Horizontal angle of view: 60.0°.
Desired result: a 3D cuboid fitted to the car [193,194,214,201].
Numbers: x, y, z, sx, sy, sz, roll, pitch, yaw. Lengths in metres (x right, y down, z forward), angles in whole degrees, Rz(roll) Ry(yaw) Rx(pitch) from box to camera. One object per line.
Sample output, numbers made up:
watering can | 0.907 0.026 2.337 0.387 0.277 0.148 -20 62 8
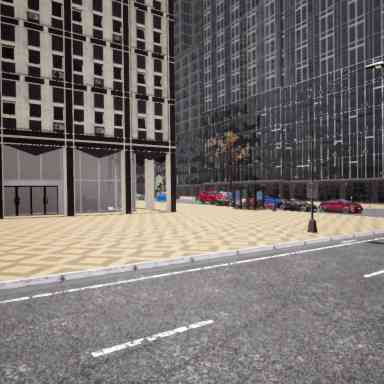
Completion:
car | 2.195 1.044 63.658 1.802 1.307 4.206 0 1 -34

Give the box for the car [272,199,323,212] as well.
car | 11.152 1.424 35.380 1.947 1.339 4.313 0 1 -34

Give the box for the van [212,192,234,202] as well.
van | 5.393 0.856 58.957 1.690 1.788 3.998 0 1 -34

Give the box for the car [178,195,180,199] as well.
car | -4.201 0.936 73.055 1.802 1.307 4.206 0 1 -34

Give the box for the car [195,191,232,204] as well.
car | 3.363 0.874 51.652 2.150 2.045 5.566 -1 1 -34

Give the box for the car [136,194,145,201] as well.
car | -11.129 1.040 68.340 2.008 1.369 4.403 0 1 -34

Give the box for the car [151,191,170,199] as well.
car | -7.400 0.616 77.750 2.192 1.841 5.009 0 1 -34

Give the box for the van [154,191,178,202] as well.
van | -4.732 0.938 58.941 1.690 1.788 3.998 0 1 -34

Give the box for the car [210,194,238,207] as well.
car | 4.818 1.320 44.820 1.947 1.339 4.313 0 1 -34

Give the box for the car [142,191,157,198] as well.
car | -10.599 0.687 82.449 1.967 1.590 4.097 0 1 -34

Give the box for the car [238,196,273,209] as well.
car | 7.968 1.388 40.090 1.802 1.307 4.206 0 1 -34

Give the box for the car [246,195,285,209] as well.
car | 9.350 1.227 42.848 1.882 1.535 5.008 -1 1 -34

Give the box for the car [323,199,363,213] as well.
car | 15.238 1.408 34.195 1.994 1.385 4.181 -1 1 -34
